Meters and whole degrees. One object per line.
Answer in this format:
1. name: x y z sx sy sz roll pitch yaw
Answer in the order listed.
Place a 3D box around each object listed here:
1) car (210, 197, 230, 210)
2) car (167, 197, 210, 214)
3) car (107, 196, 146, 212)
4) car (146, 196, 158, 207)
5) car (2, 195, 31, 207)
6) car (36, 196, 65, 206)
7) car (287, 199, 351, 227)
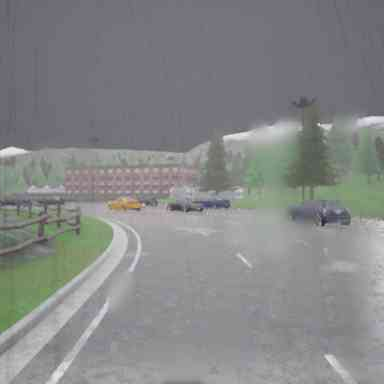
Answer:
1. car: 2.488 1.319 40.714 1.882 1.535 5.008 0 0 -38
2. car: -0.743 1.363 33.360 2.128 1.511 4.902 0 0 -34
3. car: -7.495 1.344 36.444 1.882 1.535 5.008 1 0 -42
4. car: -6.776 1.335 45.377 4.892 1.490 1.837 -1 -1 41
5. car: -25.602 1.191 48.253 4.553 1.767 2.097 0 0 20
6. car: -21.364 1.354 50.283 4.674 1.442 1.812 -1 0 24
7. car: 8.238 1.259 22.114 2.097 1.767 4.553 0 0 -16
